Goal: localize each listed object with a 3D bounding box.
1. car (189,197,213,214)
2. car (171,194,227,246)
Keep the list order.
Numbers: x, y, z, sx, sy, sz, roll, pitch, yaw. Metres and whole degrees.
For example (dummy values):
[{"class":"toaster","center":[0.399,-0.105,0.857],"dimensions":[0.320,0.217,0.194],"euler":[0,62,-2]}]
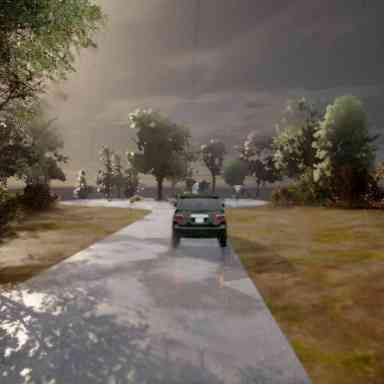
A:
[{"class":"car","center":[0.932,1.208,31.468],"dimensions":[1.994,1.385,4.181],"euler":[0,1,5]},{"class":"car","center":[0.316,1.069,14.689],"dimensions":[2.150,2.045,5.566],"euler":[0,1,1]}]
